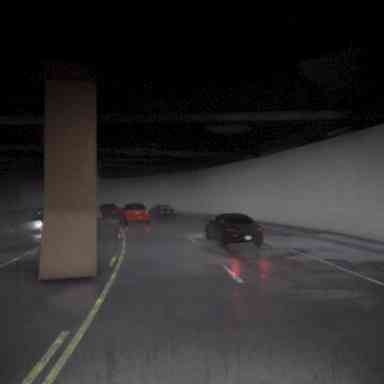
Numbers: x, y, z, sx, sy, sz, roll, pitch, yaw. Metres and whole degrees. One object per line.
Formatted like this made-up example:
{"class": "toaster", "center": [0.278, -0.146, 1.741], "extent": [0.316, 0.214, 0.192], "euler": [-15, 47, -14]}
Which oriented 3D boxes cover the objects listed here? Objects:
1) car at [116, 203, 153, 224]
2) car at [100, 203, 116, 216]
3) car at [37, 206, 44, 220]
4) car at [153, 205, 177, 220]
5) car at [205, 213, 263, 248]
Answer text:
{"class": "car", "center": [-5.035, 1.750, 28.579], "extent": [2.097, 1.767, 4.553], "euler": [0, -1, -19]}
{"class": "car", "center": [-10.105, 2.097, 40.162], "extent": [1.812, 1.442, 4.674], "euler": [0, -1, -29]}
{"class": "car", "center": [-14.955, 2.114, 34.253], "extent": [1.895, 1.301, 4.718], "euler": [0, -1, -26]}
{"class": "car", "center": [-3.154, 2.007, 33.856], "extent": [2.033, 1.411, 5.357], "euler": [0, -1, -21]}
{"class": "car", "center": [1.896, 1.729, 15.892], "extent": [1.812, 1.442, 4.674], "euler": [0, -1, -10]}
